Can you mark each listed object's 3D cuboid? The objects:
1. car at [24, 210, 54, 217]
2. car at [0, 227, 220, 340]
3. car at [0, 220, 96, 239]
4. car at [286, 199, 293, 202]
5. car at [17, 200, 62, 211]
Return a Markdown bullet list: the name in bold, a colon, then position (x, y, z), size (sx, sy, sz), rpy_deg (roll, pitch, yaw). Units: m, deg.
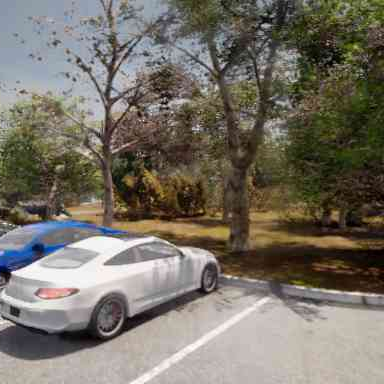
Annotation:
- **car**: position (-6.462, 1.566, 10.419), size (2.231, 1.521, 4.892), rpy_deg (-1, 0, 35)
- **car**: position (-1.232, 1.556, 6.692), size (2.002, 1.452, 4.674), rpy_deg (-1, 0, 36)
- **car**: position (-3.791, 1.540, 8.527), size (2.097, 1.535, 5.008), rpy_deg (-1, 0, 36)
- **car**: position (14.964, 0.882, 45.110), size (4.892, 1.490, 1.837), rpy_deg (-1, 0, 35)
- **car**: position (-14.781, 1.576, 31.546), size (2.128, 1.511, 4.902), rpy_deg (-4, -1, 34)
